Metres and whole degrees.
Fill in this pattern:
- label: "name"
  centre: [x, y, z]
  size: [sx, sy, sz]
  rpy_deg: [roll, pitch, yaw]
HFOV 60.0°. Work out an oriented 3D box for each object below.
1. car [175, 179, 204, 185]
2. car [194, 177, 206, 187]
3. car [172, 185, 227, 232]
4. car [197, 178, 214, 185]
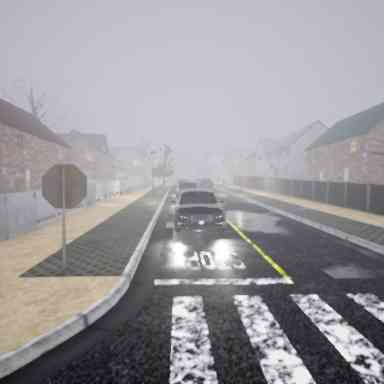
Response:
- label: "car"
  centre: [-0.329, -0.047, 26.189]
  size: [1.837, 1.490, 4.892]
  rpy_deg: [0, 3, -2]
- label: "car"
  centre: [1.289, -1.722, 56.455]
  size: [1.812, 1.442, 4.674]
  rpy_deg: [0, 3, -3]
- label: "car"
  centre: [0.218, 0.653, 13.691]
  size: [1.837, 1.490, 4.892]
  rpy_deg: [0, 3, -3]
- label: "car"
  centre: [1.806, -1.115, 44.759]
  size: [1.882, 1.535, 5.008]
  rpy_deg: [0, 3, -3]
